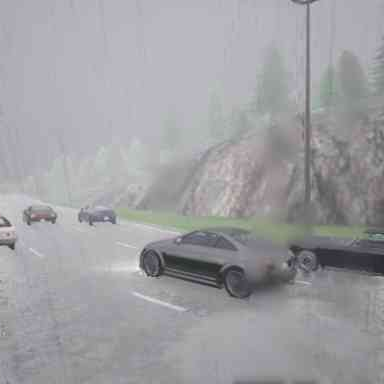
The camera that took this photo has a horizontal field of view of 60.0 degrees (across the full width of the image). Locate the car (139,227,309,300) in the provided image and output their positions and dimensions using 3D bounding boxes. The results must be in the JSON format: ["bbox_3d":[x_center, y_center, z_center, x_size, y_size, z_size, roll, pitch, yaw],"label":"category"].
[{"bbox_3d":[0.528,1.599,8.631,4.181,1.385,1.994,0,0,42],"label":"car"}]

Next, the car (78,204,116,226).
[{"bbox_3d":[-6.909,1.583,24.061,1.812,1.442,4.674,0,0,-32],"label":"car"}]

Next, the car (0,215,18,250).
[{"bbox_3d":[-8.591,1.615,13.804,1.895,1.301,4.718,0,0,-35],"label":"car"}]

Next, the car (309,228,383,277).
[{"bbox_3d":[5.018,1.658,9.180,4.718,1.301,1.895,0,0,38],"label":"car"}]

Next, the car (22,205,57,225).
[{"bbox_3d":[-11.316,1.641,24.499,1.895,1.301,4.718,0,0,-31],"label":"car"}]
